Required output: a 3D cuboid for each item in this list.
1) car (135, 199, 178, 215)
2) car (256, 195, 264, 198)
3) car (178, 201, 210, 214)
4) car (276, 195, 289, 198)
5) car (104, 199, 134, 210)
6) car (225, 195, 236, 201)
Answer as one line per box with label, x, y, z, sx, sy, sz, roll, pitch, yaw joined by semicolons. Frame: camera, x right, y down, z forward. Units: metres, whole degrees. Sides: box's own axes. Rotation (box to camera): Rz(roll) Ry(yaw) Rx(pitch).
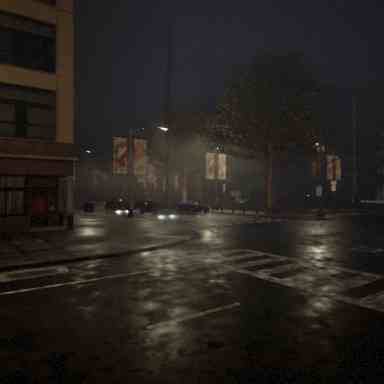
car;-3.676;1.563;33.872;1.994;1.385;4.181;0;0;-36
car;17.621;1.458;83.113;1.895;1.301;4.718;0;0;-36
car;-0.182;1.599;35.001;1.895;1.301;4.718;0;0;-36
car;18.430;1.316;69.180;2.002;1.452;4.674;0;0;-36
car;-9.500;1.563;42.028;1.994;1.385;4.181;0;0;-35
car;7.962;1.410;76.676;2.161;1.482;4.786;0;0;-36
